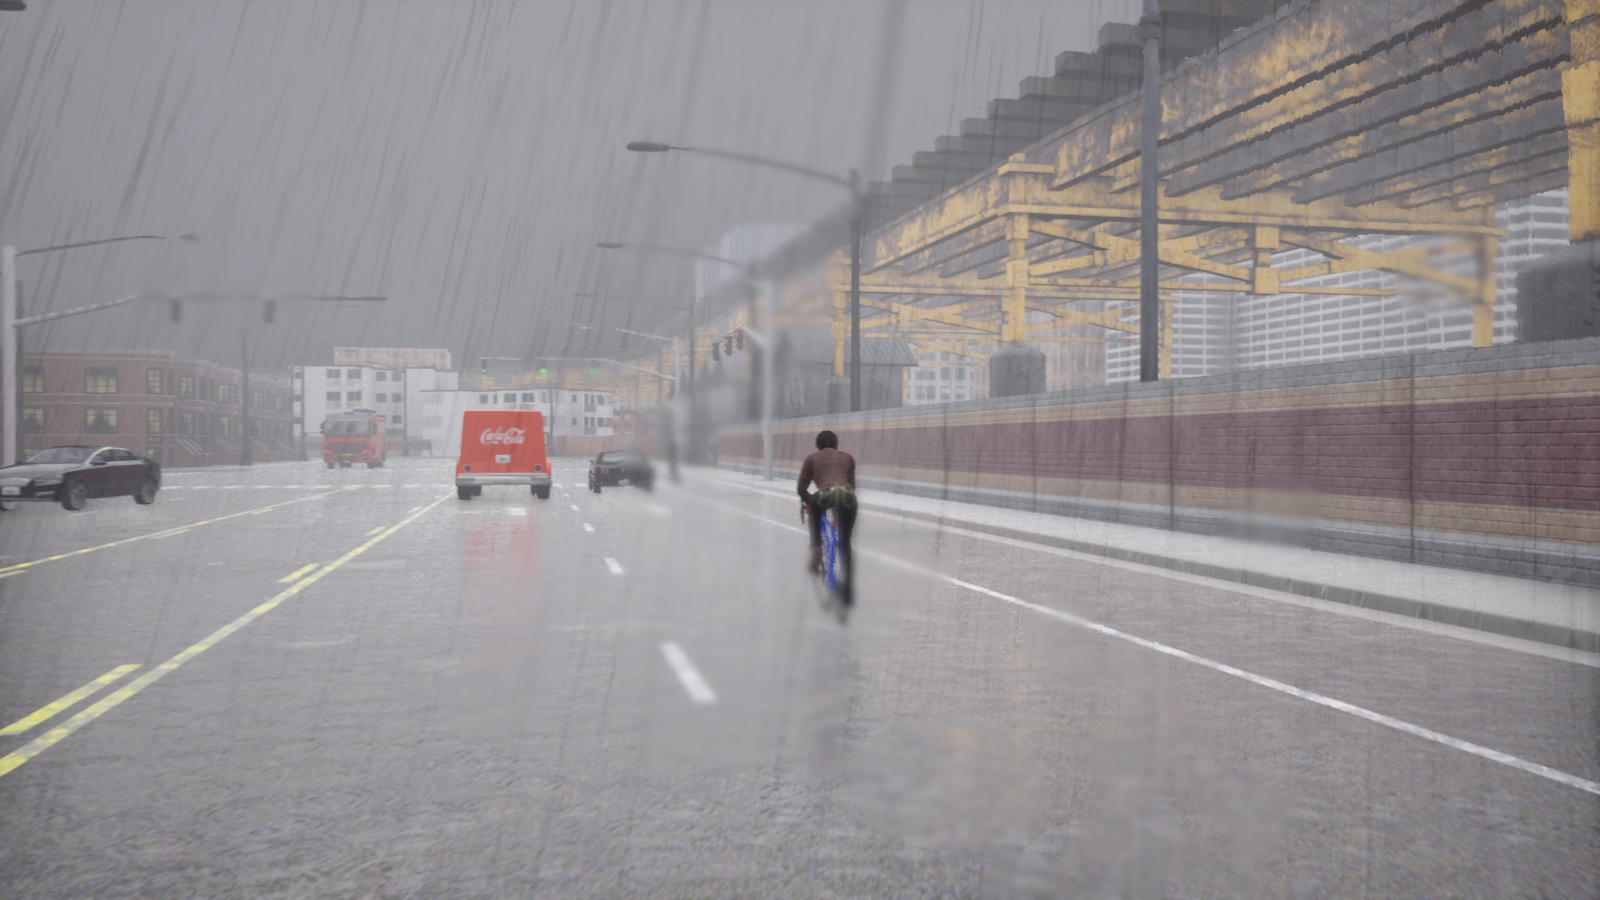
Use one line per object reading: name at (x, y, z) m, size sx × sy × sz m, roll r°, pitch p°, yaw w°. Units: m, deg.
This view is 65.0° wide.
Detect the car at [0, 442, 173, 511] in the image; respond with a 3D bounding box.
car at (-17.224, 0.562, 29.773) m, size 2.128 × 1.511 × 4.902 m, roll 0°, pitch 0°, yaw 2°

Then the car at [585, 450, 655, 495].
car at (-5.816, 0.677, 40.090) m, size 1.895 × 1.301 × 4.718 m, roll 0°, pitch 0°, yaw -12°

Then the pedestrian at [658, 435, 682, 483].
pedestrian at (-4.906, 0.332, 47.473) m, size 0.869 × 1.805 × 0.328 m, roll 0°, pitch 0°, yaw 29°

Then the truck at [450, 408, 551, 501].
truck at (-8.520, 0.103, 36.010) m, size 2.627 × 2.467 × 5.204 m, roll 0°, pitch 0°, yaw -12°

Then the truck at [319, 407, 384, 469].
truck at (-29.091, -0.785, 81.842) m, size 2.891 × 3.827 × 8.468 m, roll 0°, pitch 0°, yaw -12°

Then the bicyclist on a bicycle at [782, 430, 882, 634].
bicyclist on a bicycle at (0.246, 0.655, 10.864) m, size 0.582 × 1.620 × 1.656 m, roll -1°, pitch 0°, yaw -8°
